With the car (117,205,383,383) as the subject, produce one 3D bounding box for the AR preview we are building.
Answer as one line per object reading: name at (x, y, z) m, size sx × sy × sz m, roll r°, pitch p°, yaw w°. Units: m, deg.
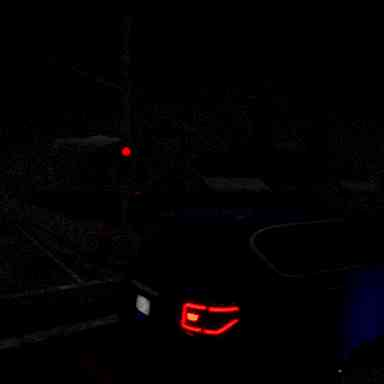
car at (1.744, 1.210, 4.788) m, size 5.566 × 2.045 × 2.150 m, roll 0°, pitch 0°, yaw -34°
